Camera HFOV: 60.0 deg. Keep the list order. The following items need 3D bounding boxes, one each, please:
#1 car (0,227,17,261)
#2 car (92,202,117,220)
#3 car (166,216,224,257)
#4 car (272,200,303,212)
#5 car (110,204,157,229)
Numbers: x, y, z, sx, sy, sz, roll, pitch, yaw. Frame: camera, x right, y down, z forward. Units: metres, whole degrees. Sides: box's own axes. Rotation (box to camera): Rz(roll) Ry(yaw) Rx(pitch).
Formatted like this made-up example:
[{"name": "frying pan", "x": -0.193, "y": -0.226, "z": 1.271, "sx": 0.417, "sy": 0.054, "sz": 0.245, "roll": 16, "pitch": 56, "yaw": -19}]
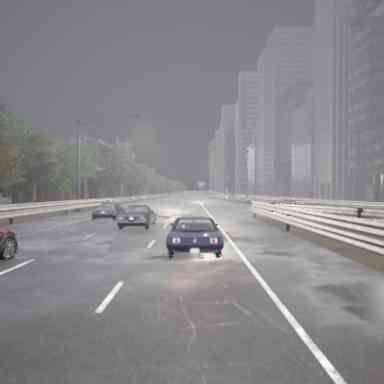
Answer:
[{"name": "car", "x": -6.901, "y": 1.347, "z": 9.302, "sx": 2.097, "sy": 1.767, "sz": 4.553, "roll": 0, "pitch": 0, "yaw": 0}, {"name": "car", "x": -6.900, "y": 1.554, "z": 27.837, "sx": 1.994, "sy": 1.385, "sz": 4.181, "roll": 0, "pitch": 0, "yaw": 0}, {"name": "car", "x": 0.097, "y": 1.594, "z": 12.919, "sx": 1.895, "sy": 1.301, "sz": 4.718, "roll": 0, "pitch": 0, "yaw": 0}, {"name": "car", "x": 10.066, "y": 1.580, "z": 35.684, "sx": 2.033, "sy": 1.411, "sz": 5.357, "roll": 0, "pitch": 0, "yaw": -13}, {"name": "car", "x": -3.404, "y": 1.538, "z": 21.231, "sx": 2.033, "sy": 1.411, "sz": 5.357, "roll": 0, "pitch": 0, "yaw": 0}]
